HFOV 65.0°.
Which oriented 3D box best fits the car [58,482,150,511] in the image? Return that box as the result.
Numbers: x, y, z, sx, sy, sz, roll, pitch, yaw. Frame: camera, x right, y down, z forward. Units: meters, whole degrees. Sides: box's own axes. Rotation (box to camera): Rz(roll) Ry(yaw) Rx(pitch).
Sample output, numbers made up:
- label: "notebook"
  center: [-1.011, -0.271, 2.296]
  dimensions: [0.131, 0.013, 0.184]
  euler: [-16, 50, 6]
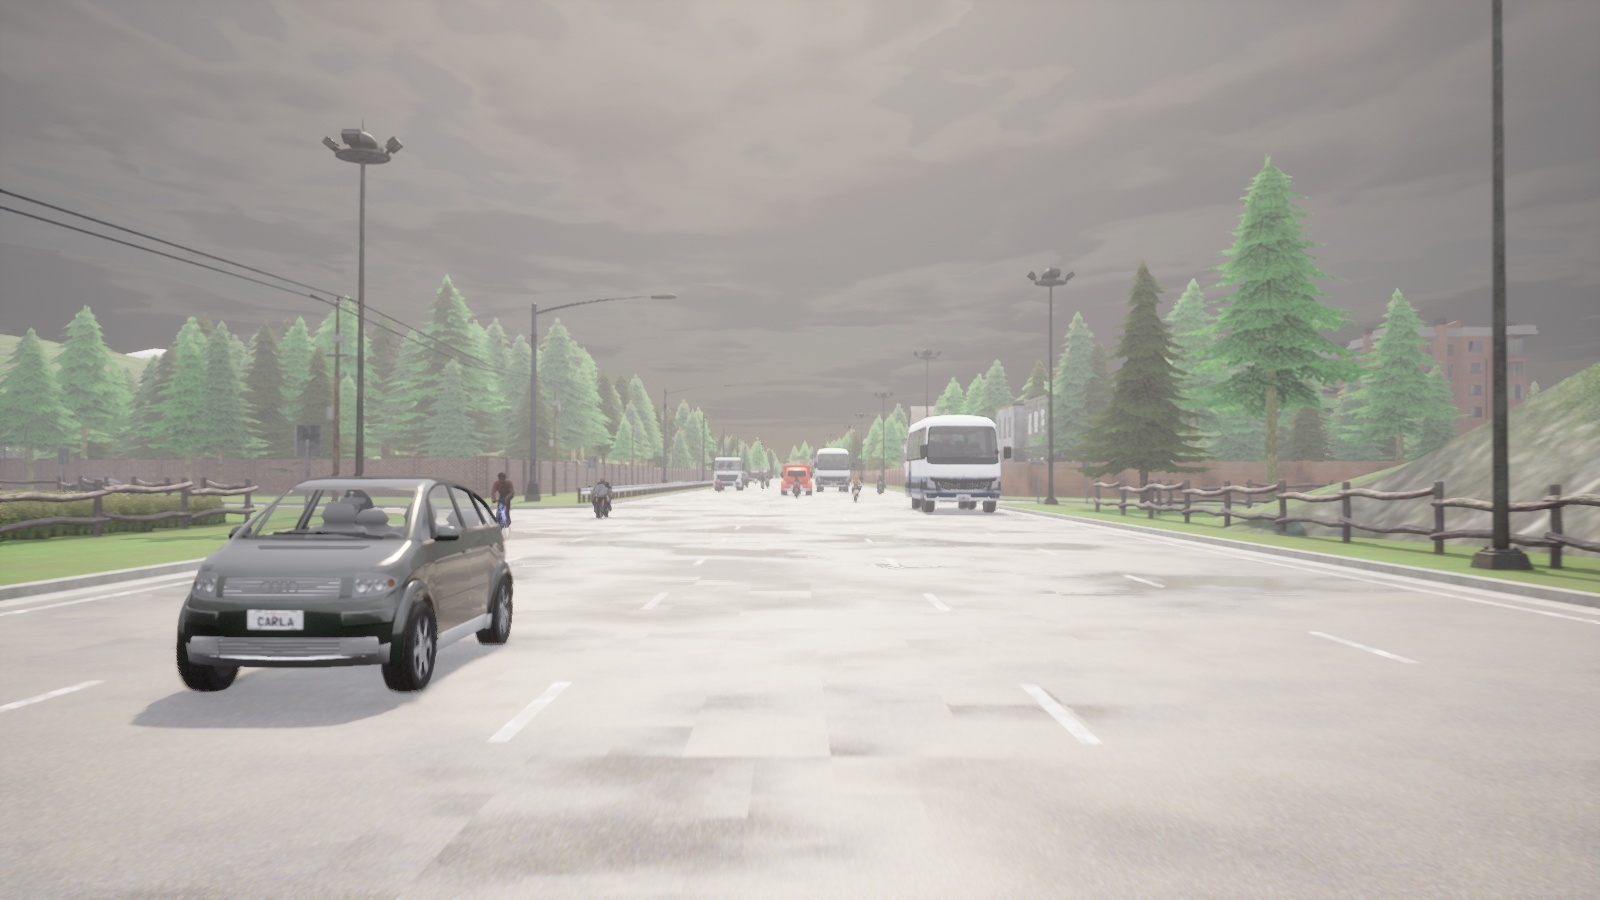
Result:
- label: "car"
  center: [-35.161, 2.335, 63.470]
  dimensions: [4.181, 1.385, 1.994]
  euler: [-1, -1, 25]

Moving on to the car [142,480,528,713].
- label: "car"
  center: [-3.526, 1.026, 10.293]
  dimensions: [1.789, 1.549, 3.705]
  euler: [0, -1, 0]

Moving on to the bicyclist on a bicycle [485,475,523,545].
- label: "bicyclist on a bicycle"
  center: [-7.159, 1.429, 30.392]
  dimensions: [0.582, 1.620, 1.656]
  euler: [0, -1, -2]

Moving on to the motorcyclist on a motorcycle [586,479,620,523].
- label: "motorcyclist on a motorcycle"
  center: [-7.114, 1.820, 45.396]
  dimensions: [0.866, 1.530, 2.191]
  euler: [0, -1, 0]

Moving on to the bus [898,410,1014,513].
- label: "bus"
  center: [6.851, 0.595, 57.124]
  dimensions: [3.944, 4.253, 10.273]
  euler: [0, -1, 0]
